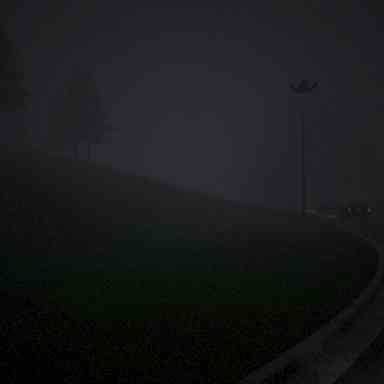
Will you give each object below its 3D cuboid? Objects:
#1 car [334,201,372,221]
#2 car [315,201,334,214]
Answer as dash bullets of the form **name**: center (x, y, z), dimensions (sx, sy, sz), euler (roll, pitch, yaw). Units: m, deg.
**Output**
- **car**: center (15.063, 1.643, 31.008), dimensions (2.097, 1.767, 4.553), euler (0, -1, 13)
- **car**: center (16.718, 1.882, 41.052), dimensions (2.128, 1.511, 4.902), euler (0, 0, 4)
